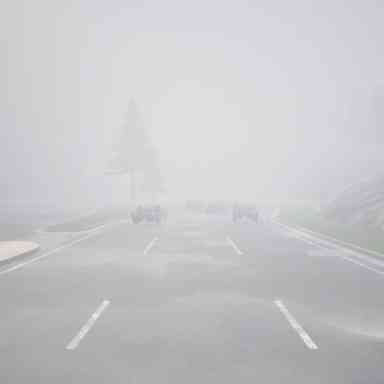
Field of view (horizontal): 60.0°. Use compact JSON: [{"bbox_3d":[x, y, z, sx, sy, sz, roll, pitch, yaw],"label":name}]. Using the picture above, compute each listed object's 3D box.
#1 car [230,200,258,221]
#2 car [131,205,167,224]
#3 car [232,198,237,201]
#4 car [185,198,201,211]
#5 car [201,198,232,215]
[{"bbox_3d":[4.313,1.601,27.051,1.895,1.301,4.718,0,0,9],"label":"car"},{"bbox_3d":[-3.022,1.601,24.662,1.895,1.301,4.718,0,0,4],"label":"car"},{"bbox_3d":[5.325,1.526,44.208,1.812,1.442,4.674,0,0,16],"label":"car"},{"bbox_3d":[0.534,1.491,40.030,2.128,1.511,4.902,0,0,16],"label":"car"},{"bbox_3d":[2.562,1.526,34.247,1.812,1.442,4.674,0,0,15],"label":"car"}]
